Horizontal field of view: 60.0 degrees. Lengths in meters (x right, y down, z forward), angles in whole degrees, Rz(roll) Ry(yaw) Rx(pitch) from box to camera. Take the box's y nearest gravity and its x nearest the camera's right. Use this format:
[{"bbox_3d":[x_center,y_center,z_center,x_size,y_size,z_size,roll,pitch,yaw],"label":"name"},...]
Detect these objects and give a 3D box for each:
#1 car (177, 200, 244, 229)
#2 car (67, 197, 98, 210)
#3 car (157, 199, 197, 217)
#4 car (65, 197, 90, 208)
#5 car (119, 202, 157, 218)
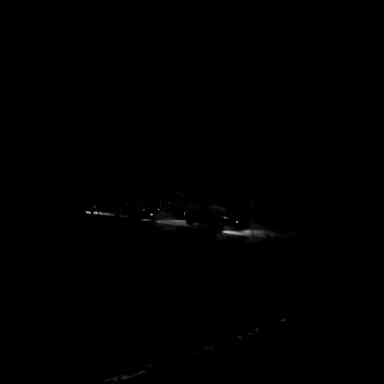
[{"bbox_3d":[1.263,1.490,21.503,1.812,1.442,4.674,1,-1,-37],"label":"car"},{"bbox_3d":[-12.431,1.426,39.144,2.128,1.511,4.902,1,-1,-39],"label":"car"},{"bbox_3d":[-0.771,1.360,29.103,2.097,1.767,4.553,1,-1,-37],"label":"car"},{"bbox_3d":[-16.950,1.494,49.152,1.812,1.442,4.674,1,-1,-40],"label":"car"},{"bbox_3d":[-4.688,1.554,29.349,1.895,1.301,4.718,1,-1,-38],"label":"car"}]
